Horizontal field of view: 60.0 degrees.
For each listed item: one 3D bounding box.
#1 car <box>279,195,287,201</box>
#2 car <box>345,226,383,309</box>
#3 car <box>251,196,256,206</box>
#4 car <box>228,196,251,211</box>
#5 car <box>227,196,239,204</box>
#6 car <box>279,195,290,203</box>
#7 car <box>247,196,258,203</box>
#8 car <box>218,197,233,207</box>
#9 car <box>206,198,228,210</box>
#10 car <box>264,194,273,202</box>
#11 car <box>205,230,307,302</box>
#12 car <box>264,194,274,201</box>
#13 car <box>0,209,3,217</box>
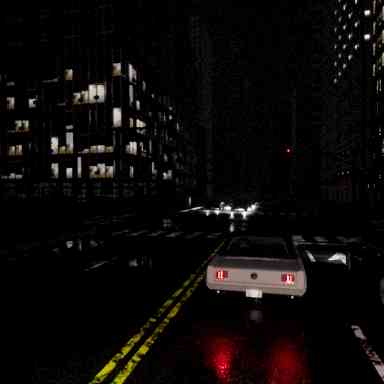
[{"bbox_3d":[21.812,1.356,79.818,1.895,1.301,4.718,0,0,13],"label":"car"},{"bbox_3d":[4.825,1.501,7.437,1.837,1.490,4.892,0,0,13],"label":"car"},{"bbox_3d":[7.975,1.460,49.731,2.128,1.511,4.902,0,0,13],"label":"car"},{"bbox_3d":[5.862,1.503,40.728,1.812,1.442,4.674,0,0,13],"label":"car"},{"bbox_3d":[7.837,1.460,63.167,1.837,1.490,4.892,0,0,14],"label":"car"},{"bbox_3d":[19.426,1.474,69.647,2.033,1.411,5.357,0,0,13],"label":"car"},{"bbox_3d":[12.768,1.486,69.735,2.033,1.411,5.357,0,0,13],"label":"car"},{"bbox_3d":[5.413,1.567,53.037,1.895,1.301,4.718,0,0,13],"label":"car"},{"bbox_3d":[3.091,1.524,43.168,2.033,1.411,5.357,0,0,13],"label":"car"},{"bbox_3d":[16.364,1.530,70.826,1.895,1.301,4.718,0,0,13],"label":"car"},{"bbox_3d":[1.695,1.597,8.337,1.895,1.301,4.718,0,0,14],"label":"car"},{"bbox_3d":[18.641,1.286,80.532,2.128,1.511,4.902,0,0,13],"label":"car"},{"bbox_3d":[-17.347,1.435,26.651,4.313,1.339,1.947,1,1,14],"label":"car"}]
